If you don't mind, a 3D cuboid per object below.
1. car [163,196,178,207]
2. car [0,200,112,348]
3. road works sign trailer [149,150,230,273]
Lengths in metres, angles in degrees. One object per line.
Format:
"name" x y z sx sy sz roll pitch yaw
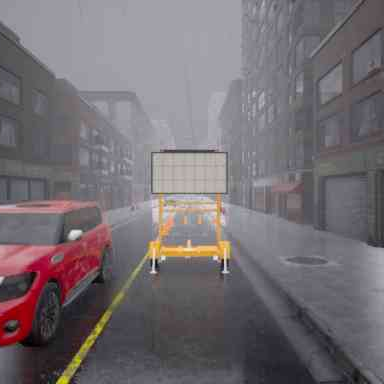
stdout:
"car" -3.382 1.591 50.222 1.895 1.301 4.718 0 0 0
"car" -3.149 1.221 6.633 2.150 2.045 5.566 0 0 0
"road works sign trailer" -0.080 0.464 10.617 2.380 3.560 2.880 0 0 0
